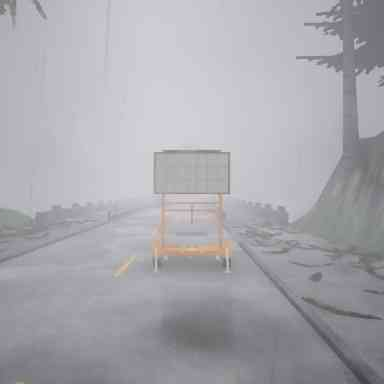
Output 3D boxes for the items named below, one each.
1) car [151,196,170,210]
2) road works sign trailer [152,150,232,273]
[{"bbox_3d":[-4.110,1.350,43.538,2.097,1.767,4.553,0,0,0],"label":"car"},{"bbox_3d":[-0.004,0.464,10.650,2.380,3.560,2.880,0,0,0],"label":"road works sign trailer"}]
